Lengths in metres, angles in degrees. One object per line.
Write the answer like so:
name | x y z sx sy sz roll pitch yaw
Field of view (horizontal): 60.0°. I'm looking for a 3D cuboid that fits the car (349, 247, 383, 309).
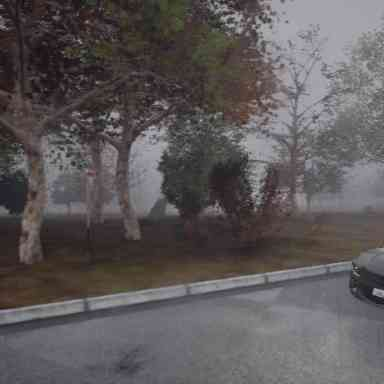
car | 5.297 1.365 6.514 5.008 1.535 1.882 0 2 -27
